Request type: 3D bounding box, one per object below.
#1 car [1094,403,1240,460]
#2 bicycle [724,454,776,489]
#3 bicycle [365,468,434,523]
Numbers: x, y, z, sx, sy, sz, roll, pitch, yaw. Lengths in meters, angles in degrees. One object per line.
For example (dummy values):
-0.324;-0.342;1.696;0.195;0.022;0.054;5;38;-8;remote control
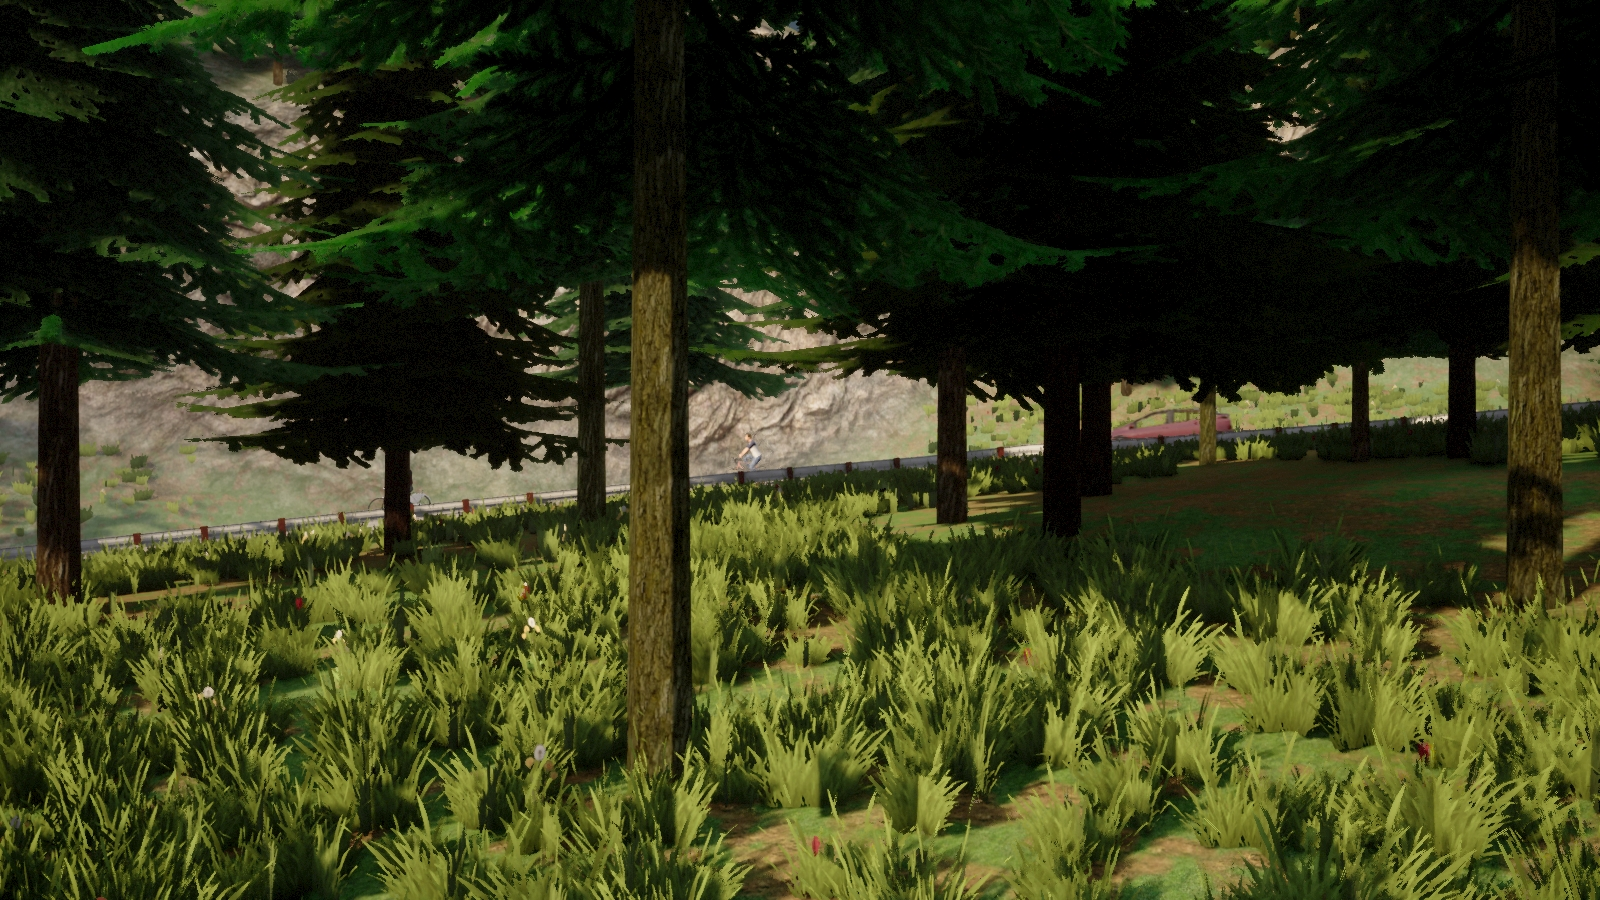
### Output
12.431;-0.593;38.892;4.514;1.525;2.007;-5;-1;18;car
-1.713;0.730;38.955;1.643;1.024;0.373;-5;1;-11;bicycle
-12.075;1.355;34.490;1.835;1.471;0.329;-5;2;-29;bicycle
